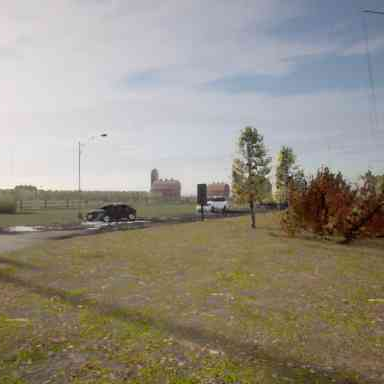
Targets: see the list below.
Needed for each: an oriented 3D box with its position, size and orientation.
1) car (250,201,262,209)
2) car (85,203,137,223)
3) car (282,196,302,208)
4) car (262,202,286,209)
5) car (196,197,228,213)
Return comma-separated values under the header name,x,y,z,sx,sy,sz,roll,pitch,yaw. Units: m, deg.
name,x,y,z,sx,sy,sz,roll,pitch,yaw
car,11.408,1.997,56.847,2.128,1.511,4.902,-1,-1,32
car,-6.711,1.732,27.911,1.837,1.490,4.892,-1,-1,32
car,18.597,1.783,61.722,2.150,2.045,5.566,-1,-1,31
car,13.378,1.966,53.190,1.837,1.490,4.892,-1,-1,32
car,2.661,1.617,42.887,2.150,2.045,5.566,-1,-1,32
